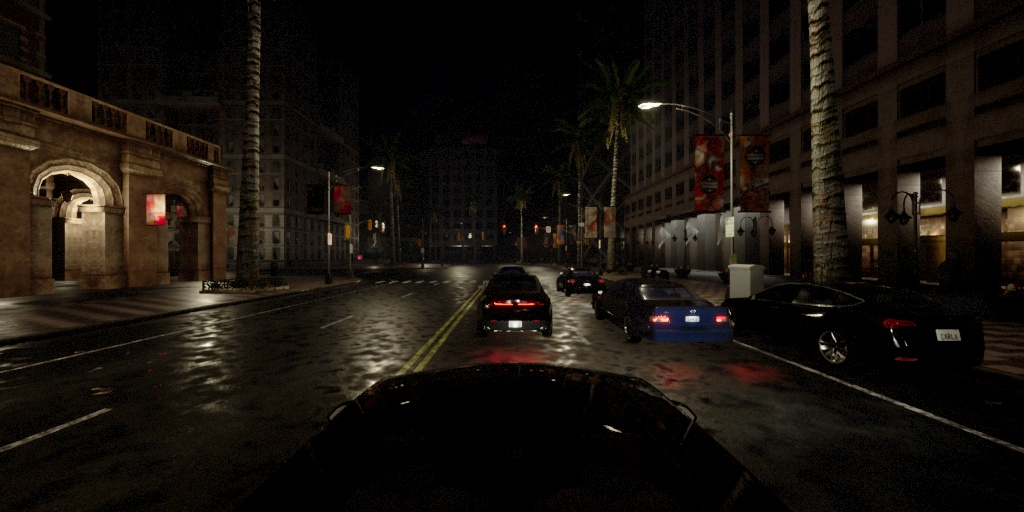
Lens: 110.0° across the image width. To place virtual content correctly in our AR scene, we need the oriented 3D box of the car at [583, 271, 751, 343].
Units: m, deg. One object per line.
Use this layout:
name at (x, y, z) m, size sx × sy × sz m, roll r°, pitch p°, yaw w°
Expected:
car at (3.563, 1.297, 9.628) m, size 2.033 × 1.411 × 5.357 m, roll 0°, pitch 0°, yaw 0°

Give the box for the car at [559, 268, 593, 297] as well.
car at (3.519, 1.314, 18.871) m, size 1.994 × 1.385 × 4.181 m, roll 0°, pitch 0°, yaw 0°

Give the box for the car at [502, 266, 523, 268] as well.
car at (0.016, 1.276, 19.275) m, size 1.812 × 1.442 × 4.674 m, roll 0°, pitch 0°, yaw -2°

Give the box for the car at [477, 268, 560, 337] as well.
car at (0.053, 1.254, 10.328) m, size 1.837 × 1.490 × 4.892 m, roll 0°, pitch 0°, yaw -1°
